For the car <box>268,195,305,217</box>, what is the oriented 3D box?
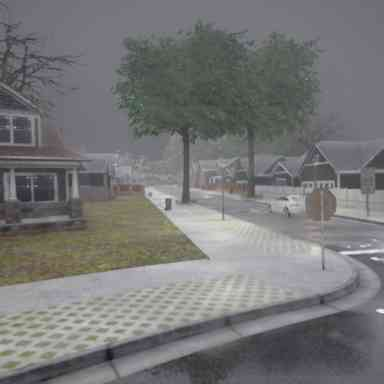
[{"bbox_3d":[6.944,0.904,23.511,1.812,1.442,4.674,-2,2,-9],"label":"car"}]
